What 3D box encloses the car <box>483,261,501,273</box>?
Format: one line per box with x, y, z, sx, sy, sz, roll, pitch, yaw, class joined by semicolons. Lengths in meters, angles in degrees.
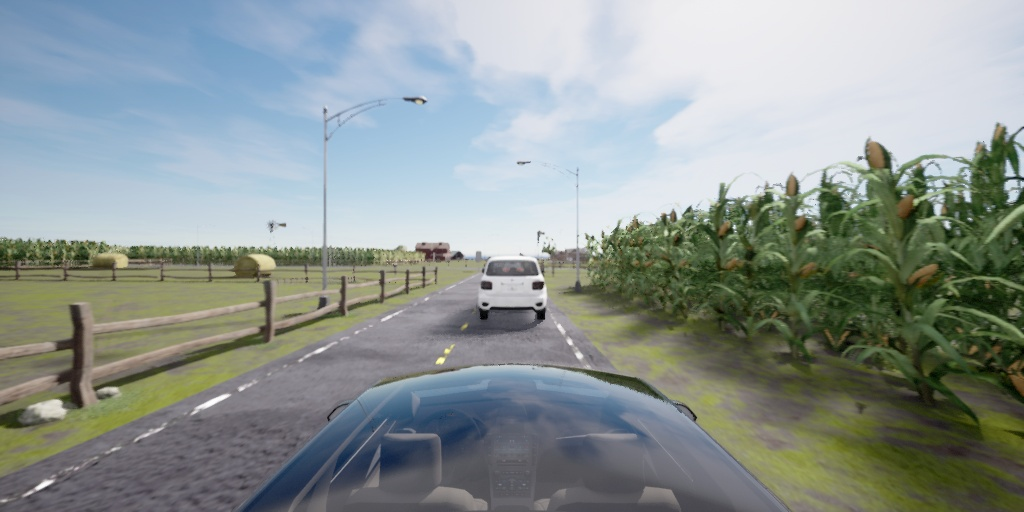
-2.796;1.515;51.205;2.128;1.511;4.902;0;0;0;car

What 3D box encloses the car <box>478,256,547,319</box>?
0.035;1.036;13.199;2.150;2.045;5.566;0;0;1;car
